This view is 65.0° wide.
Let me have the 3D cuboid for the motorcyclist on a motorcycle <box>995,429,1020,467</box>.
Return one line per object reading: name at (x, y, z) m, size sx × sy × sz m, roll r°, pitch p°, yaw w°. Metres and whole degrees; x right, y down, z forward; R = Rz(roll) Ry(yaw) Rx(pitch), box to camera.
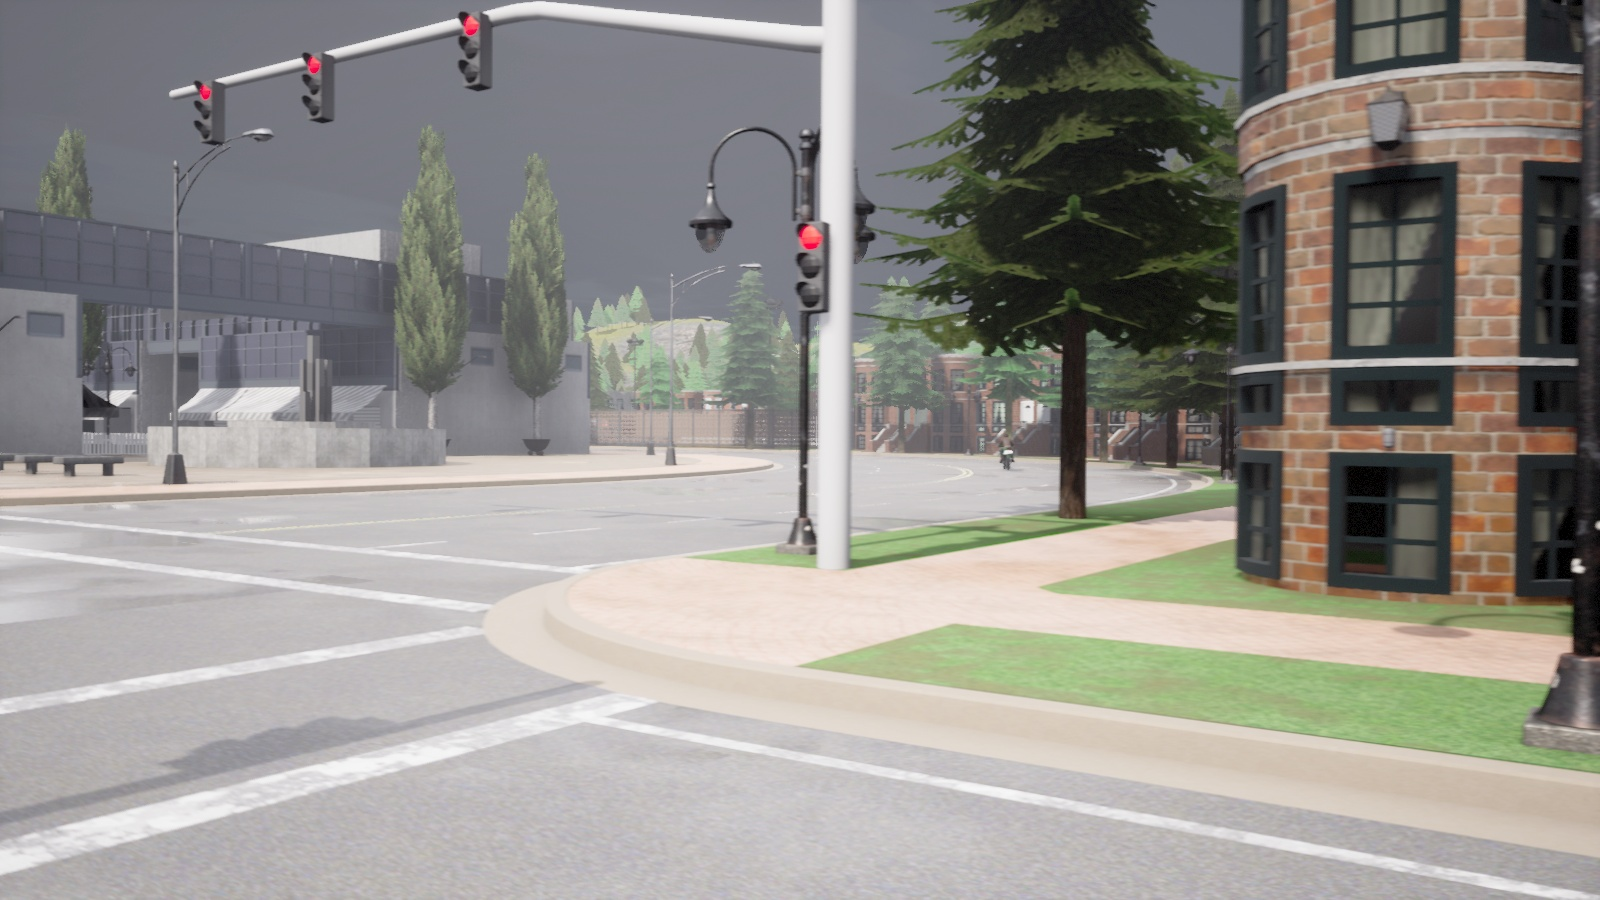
motorcyclist on a motorcycle at (8.510, -0.078, 51.481) m, size 0.797 × 1.523 × 2.044 m, roll -1°, pitch 1°, yaw 4°
